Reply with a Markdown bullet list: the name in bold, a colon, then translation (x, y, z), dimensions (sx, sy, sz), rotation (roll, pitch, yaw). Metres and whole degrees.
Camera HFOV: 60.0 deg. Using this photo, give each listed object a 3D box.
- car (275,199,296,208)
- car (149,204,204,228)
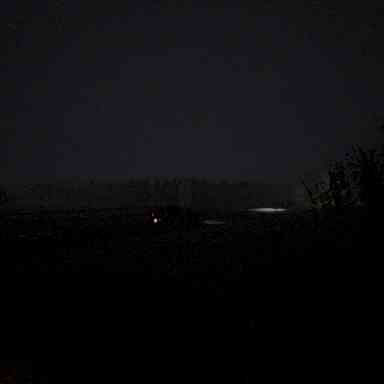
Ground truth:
- **car**: translation (14.085, 1.726, 50.009), dimensions (1.895, 1.301, 4.718), rotation (1, 0, 35)
- **car**: translation (-0.952, 1.578, 23.295), dimensions (1.837, 1.490, 4.892), rotation (1, 1, 35)
